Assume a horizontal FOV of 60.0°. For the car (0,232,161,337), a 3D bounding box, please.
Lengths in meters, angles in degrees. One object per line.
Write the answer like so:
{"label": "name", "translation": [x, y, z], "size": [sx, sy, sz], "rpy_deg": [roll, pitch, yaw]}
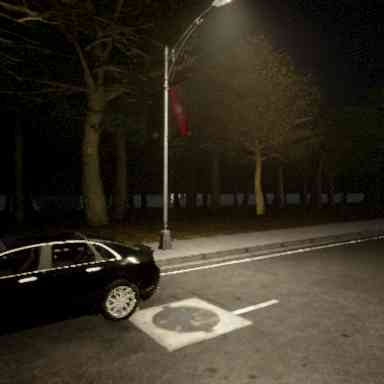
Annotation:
{"label": "car", "translation": [-2.872, 1.501, 5.630], "size": [4.892, 1.490, 1.837], "rpy_deg": [0, 0, -36]}
